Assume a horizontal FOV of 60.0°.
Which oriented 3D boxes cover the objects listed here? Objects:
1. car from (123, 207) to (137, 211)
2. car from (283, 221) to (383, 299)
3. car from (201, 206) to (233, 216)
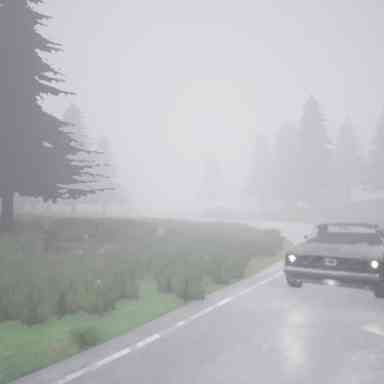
[{"bbox_3d":[-10.497,3.245,55.805,1.994,1.385,4.181,0,-2,-27],"label":"car"},{"bbox_3d":[3.740,1.423,8.068,1.895,1.301,4.718,-2,-2,32],"label":"car"},{"bbox_3d":[2.731,2.328,37.252,2.128,1.511,4.902,0,-2,-27],"label":"car"}]
